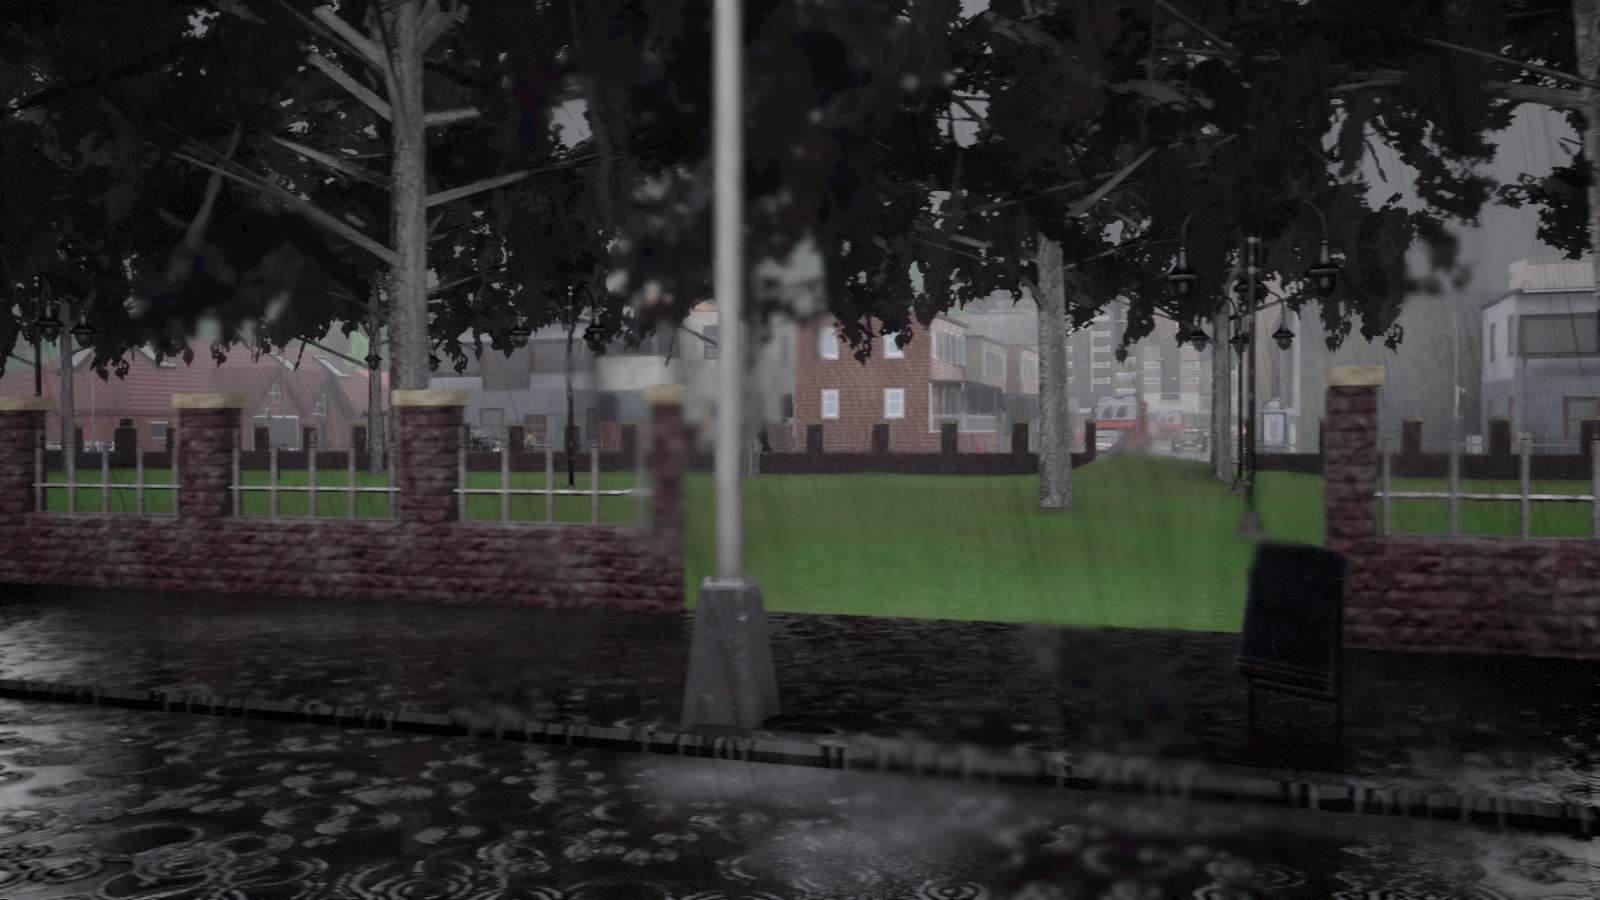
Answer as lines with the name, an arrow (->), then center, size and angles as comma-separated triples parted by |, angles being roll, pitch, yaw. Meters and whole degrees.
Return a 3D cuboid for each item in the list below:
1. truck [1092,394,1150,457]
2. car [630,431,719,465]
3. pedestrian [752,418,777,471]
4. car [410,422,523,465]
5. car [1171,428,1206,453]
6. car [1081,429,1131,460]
truck -> 20.853, -1.561, 81.243 | 2.891, 3.827, 8.468 | 1, 1, 19
car -> -5.736, -0.103, 57.580 | 3.633, 1.501, 1.845 | 1, 1, 21
pedestrian -> -1.314, -0.211, 46.364 | 0.788, 1.949, 0.423 | 1, 1, 23
car -> -15.000, -0.319, 56.512 | 4.605, 1.855, 1.932 | 1, 1, 17
car -> 26.225, -0.652, 84.670 | 2.152, 1.651, 5.027 | 1, 1, 19
car -> 17.047, -0.295, 69.786 | 2.033, 1.649, 4.856 | 1, 1, 21
